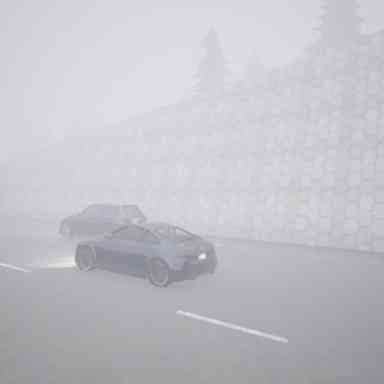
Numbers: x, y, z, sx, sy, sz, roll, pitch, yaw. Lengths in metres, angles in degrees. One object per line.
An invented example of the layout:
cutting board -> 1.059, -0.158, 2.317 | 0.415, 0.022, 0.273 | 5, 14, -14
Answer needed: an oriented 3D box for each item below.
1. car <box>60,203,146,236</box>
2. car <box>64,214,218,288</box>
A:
car -> -4.139, 1.299, 15.546 | 4.553, 1.767, 2.097 | 0, 0, 36
car -> -1.373, 1.537, 9.272 | 4.181, 1.385, 1.994 | 0, 0, 36
